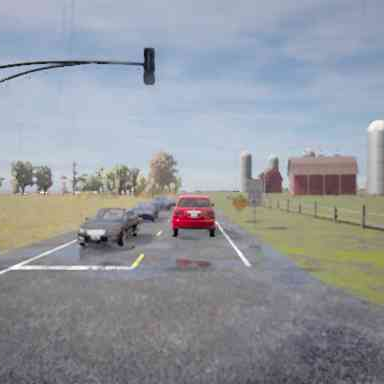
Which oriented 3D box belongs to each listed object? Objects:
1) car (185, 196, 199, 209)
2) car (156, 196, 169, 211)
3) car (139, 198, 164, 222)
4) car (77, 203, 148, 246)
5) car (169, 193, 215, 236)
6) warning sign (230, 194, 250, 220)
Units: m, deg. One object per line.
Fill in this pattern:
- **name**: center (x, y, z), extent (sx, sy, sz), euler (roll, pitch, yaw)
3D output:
- **car**: center (-0.018, 1.414, 45.928), extent (1.837, 1.490, 4.892), euler (0, 1, 0)
- **car**: center (-3.597, 1.261, 39.299), extent (2.097, 1.767, 4.553), euler (0, 0, 0)
- **car**: center (-3.606, 1.489, 25.972), extent (2.033, 1.411, 5.357), euler (0, 0, 0)
- **car**: center (-3.590, 1.459, 15.074), extent (2.128, 1.511, 4.902), euler (0, 0, 2)
- **car**: center (0.095, 1.200, 18.508), extent (2.150, 2.045, 5.566), euler (0, 0, 0)
- **warning sign**: center (3.535, 1.098, 24.428), extent (1.300, 1.860, 1.060), euler (0, 0, 0)
